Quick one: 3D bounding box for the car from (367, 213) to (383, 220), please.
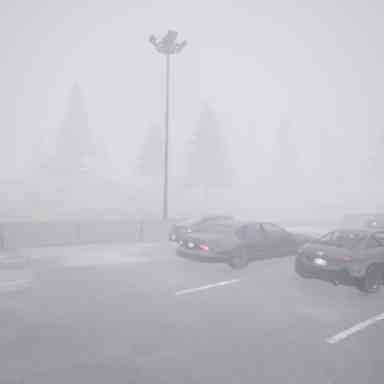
[{"bbox_3d":[12.892,1.889,20.606,4.181,1.385,1.994,0,-1,-18],"label":"car"}]

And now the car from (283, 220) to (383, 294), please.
[{"bbox_3d":[4.781,1.665,9.073,4.181,1.385,1.994,1,-1,-32],"label":"car"}]

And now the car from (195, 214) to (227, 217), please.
[{"bbox_3d":[1.195,1.725,15.072,4.674,1.442,1.812,0,-1,-32],"label":"car"}]

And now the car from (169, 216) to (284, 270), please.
[{"bbox_3d":[2.069,1.686,11.525,5.357,1.411,2.033,1,-1,-33],"label":"car"}]
